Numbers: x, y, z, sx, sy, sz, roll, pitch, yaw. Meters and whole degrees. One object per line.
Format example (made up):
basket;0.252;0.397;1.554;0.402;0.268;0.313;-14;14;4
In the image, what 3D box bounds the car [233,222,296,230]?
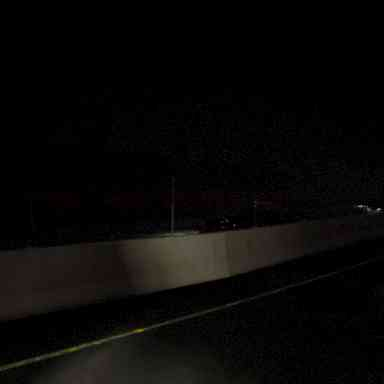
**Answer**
car;3.888;1.638;16.719;4.181;1.385;1.994;0;0;-44
